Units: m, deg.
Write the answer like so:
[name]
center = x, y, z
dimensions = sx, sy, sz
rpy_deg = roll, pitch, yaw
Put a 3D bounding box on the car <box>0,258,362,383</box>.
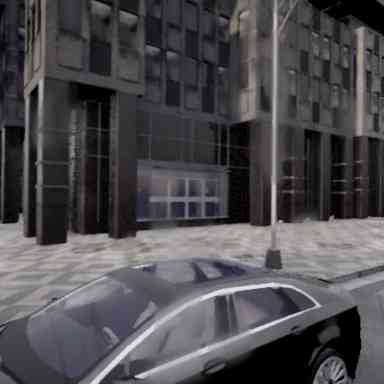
[car]
center = -0.309, 1.497, 3.143
dimensions = 4.902, 1.511, 2.128
rpy_deg = 0, 0, -36
